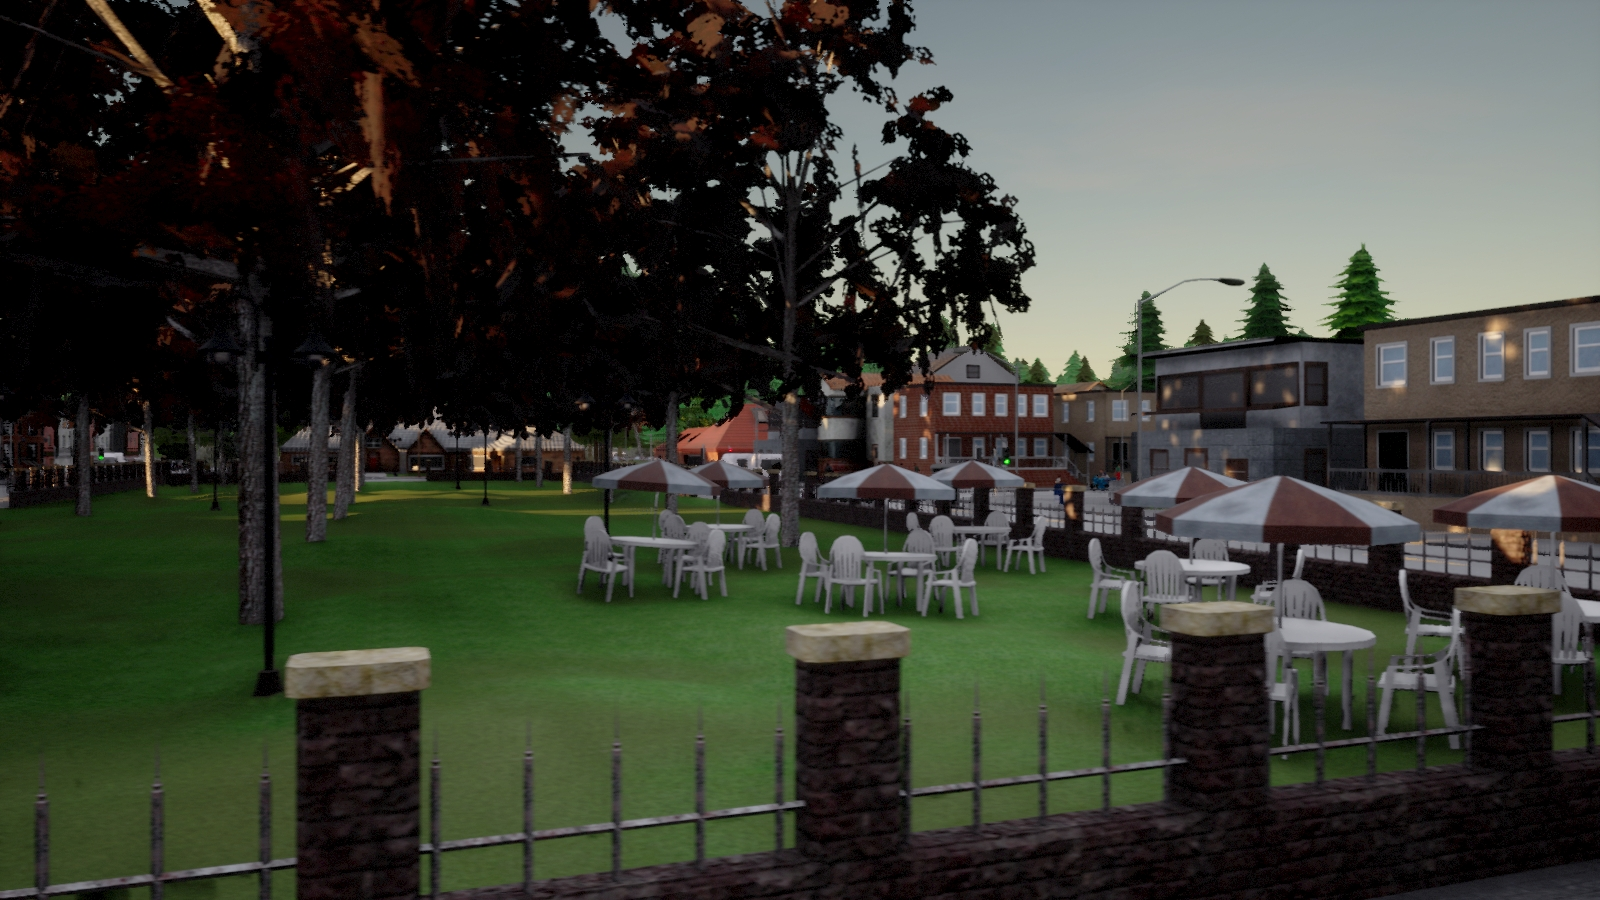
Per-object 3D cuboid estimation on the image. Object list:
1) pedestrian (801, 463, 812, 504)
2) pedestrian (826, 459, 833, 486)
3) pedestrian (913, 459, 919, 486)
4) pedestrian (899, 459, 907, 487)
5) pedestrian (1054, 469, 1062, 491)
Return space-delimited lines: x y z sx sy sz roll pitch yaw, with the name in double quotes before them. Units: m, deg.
"pedestrian" 0.304 1.525 52.295 0.375 1.860 0.375 0 0 -35
"pedestrian" 2.030 1.520 78.869 0.375 1.860 0.375 0 0 37
"pedestrian" 7.883 1.515 77.901 0.375 1.860 0.375 0 0 -2
"pedestrian" 6.905 1.517 76.526 0.375 1.860 0.375 0 0 -24
"pedestrian" 15.464 1.806 68.577 0.375 1.300 0.375 0 0 -8
